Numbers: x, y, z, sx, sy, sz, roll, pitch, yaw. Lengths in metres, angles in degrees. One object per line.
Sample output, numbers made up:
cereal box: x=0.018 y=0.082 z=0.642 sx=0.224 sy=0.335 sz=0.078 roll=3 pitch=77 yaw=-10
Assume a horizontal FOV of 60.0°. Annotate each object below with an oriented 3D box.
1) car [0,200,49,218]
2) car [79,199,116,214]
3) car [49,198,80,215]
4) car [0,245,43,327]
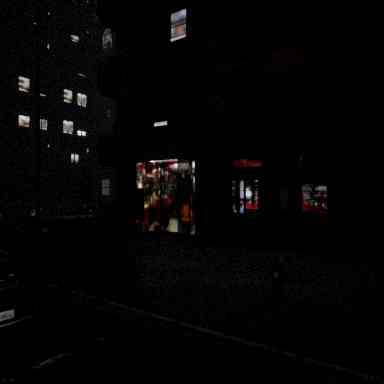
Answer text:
car: x=-14.039 y=1.350 z=26.071 sx=2.008 sy=1.369 sz=4.403 roll=1 pitch=1 yaw=35
car: x=-7.607 y=1.295 z=30.776 sx=1.895 sy=1.301 sz=4.718 roll=0 pitch=1 yaw=35
car: x=-10.949 y=1.250 z=30.497 sx=1.752 sy=1.417 sz=4.829 roll=1 pitch=1 yaw=35
car: x=-4.473 y=1.551 z=6.062 sx=4.403 sy=1.369 sz=2.008 roll=0 pitch=0 yaw=35
